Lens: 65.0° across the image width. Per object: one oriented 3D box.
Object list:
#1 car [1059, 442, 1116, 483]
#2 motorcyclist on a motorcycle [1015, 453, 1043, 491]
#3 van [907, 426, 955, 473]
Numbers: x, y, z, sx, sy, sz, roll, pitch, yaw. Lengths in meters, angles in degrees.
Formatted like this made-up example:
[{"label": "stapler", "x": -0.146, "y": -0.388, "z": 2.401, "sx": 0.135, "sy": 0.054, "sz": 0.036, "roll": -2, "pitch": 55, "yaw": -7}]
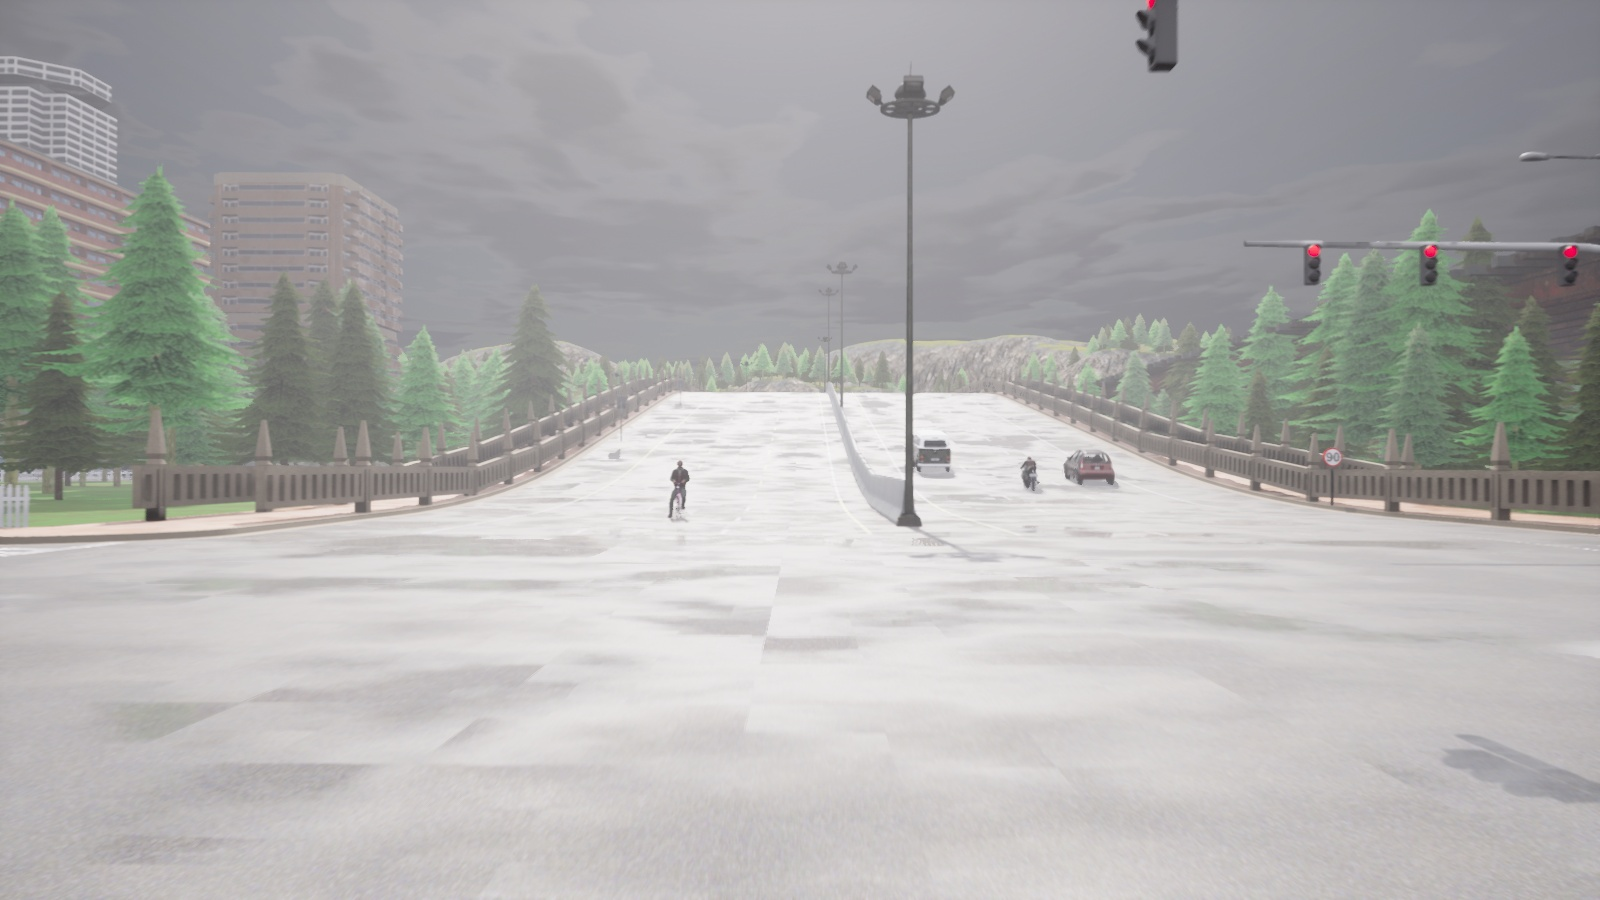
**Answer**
[{"label": "car", "x": 13.907, "y": 0.569, "z": 60.861, "sx": 1.851, "sy": 1.617, "sz": 3.988, "roll": 0, "pitch": 4, "yaw": 0}, {"label": "motorcyclist on a motorcycle", "x": 10.392, "y": 0.982, "z": 57.039, "sx": 0.866, "sy": 1.530, "sz": 2.191, "roll": 0, "pitch": 3, "yaw": 0}, {"label": "van", "x": 6.923, "y": -0.081, "z": 66.663, "sx": 2.069, "sy": 2.038, "sz": 4.480, "roll": 0, "pitch": 6, "yaw": 0}]
